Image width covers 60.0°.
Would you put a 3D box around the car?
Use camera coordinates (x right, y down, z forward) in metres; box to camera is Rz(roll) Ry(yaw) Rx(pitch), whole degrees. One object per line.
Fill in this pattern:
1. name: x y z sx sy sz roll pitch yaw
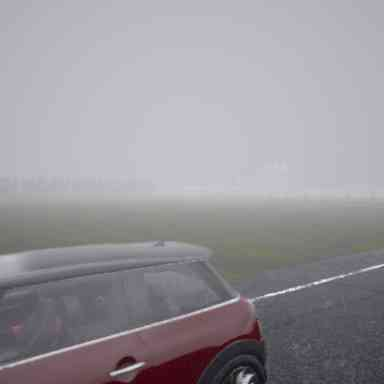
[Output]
1. car: -1.481 1.352 2.921 4.553 1.767 2.097 0 0 -35
